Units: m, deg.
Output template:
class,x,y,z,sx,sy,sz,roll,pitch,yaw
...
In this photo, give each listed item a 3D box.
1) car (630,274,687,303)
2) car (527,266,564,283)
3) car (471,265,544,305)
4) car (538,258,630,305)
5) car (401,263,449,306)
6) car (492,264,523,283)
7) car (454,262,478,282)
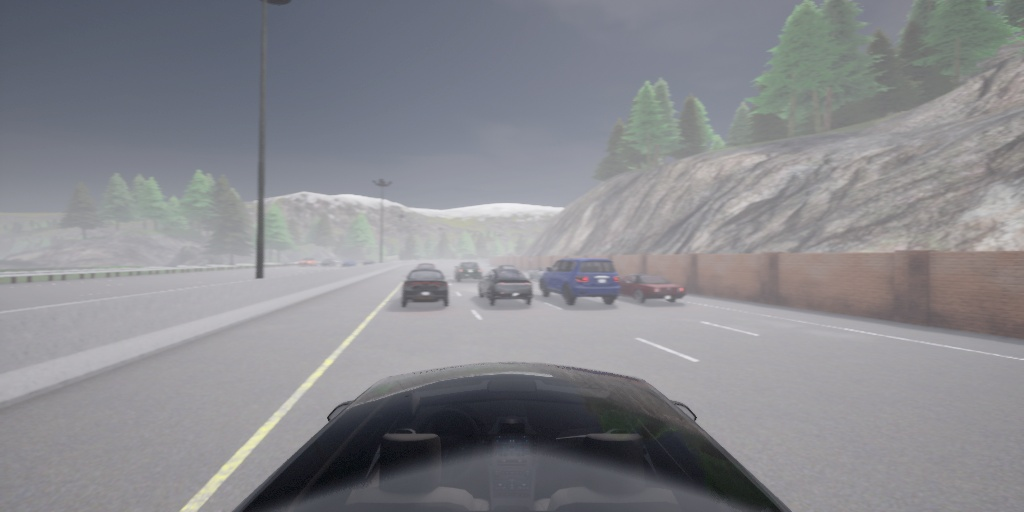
class,x,y,z,sx,sy,sz,roll,pitch,yaw
car,6.435,1.555,18.152,1.895,1.301,4.718,1,0,-13
car,2.955,1.616,32.743,1.895,1.301,4.718,1,0,-13
car,-0.415,1.347,16.719,2.128,1.511,4.902,1,0,-13
car,3.056,1.120,17.254,2.150,2.045,5.566,1,0,-13
car,-3.859,1.283,16.080,1.882,1.535,5.008,1,0,-13
car,-0.507,1.492,32.190,1.812,1.442,4.674,1,0,-13
car,-3.844,1.265,31.100,2.097,1.767,4.553,1,-1,-13
